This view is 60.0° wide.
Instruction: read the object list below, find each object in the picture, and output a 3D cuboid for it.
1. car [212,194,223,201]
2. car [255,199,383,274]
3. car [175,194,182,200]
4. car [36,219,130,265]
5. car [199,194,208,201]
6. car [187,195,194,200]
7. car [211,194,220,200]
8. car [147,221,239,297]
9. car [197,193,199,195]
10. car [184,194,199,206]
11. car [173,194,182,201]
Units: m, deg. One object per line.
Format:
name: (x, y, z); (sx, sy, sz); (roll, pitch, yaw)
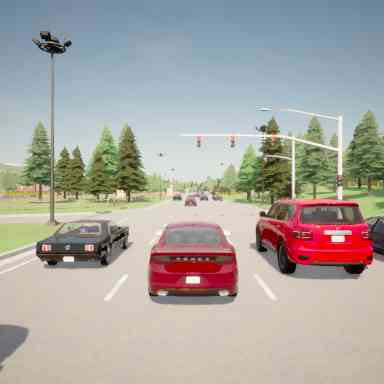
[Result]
car: (6.682, 1.516, 83.889); (2.128, 1.511, 4.902); (0, 0, 0)
car: (3.533, 1.221, 10.698); (2.150, 2.045, 5.566); (0, 0, 0)
car: (-3.858, 1.310, 94.269); (1.882, 1.535, 5.008); (0, 0, 0)
car: (-3.463, 1.601, 11.582); (1.895, 1.301, 4.718); (0, 0, 0)
car: (3.180, 1.516, 84.293); (1.812, 1.442, 4.674); (0, 0, 0)
car: (-0.358, 1.427, 94.313); (1.895, 1.301, 4.718); (0, 0, 0)
car: (6.642, 1.372, 94.309); (2.033, 1.411, 5.357); (0, 0, 0)
car: (0.030, 1.478, 8.648); (1.882, 1.535, 5.008); (0, 0, 0)
car: (3.142, 1.357, 94.296); (2.128, 1.511, 4.902); (0, 0, 0)
car: (-0.201, 1.525, 53.250); (1.812, 1.442, 4.674); (0, 0, 0)
car: (-3.818, 1.469, 83.849); (1.882, 1.535, 5.008); (0, 0, 0)
